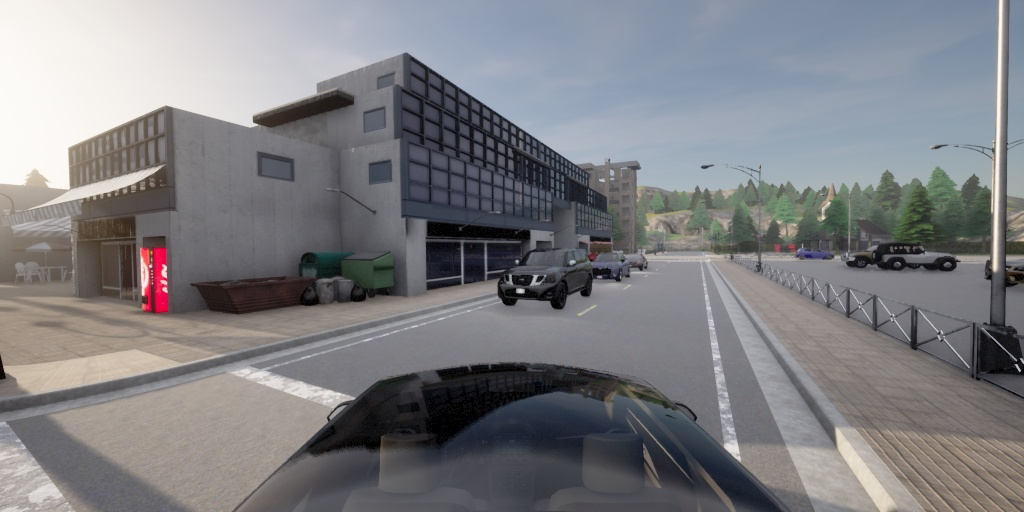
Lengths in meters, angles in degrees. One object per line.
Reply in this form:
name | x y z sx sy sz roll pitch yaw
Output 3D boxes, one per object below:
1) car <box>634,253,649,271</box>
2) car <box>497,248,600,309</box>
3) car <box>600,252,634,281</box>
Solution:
car | 10.818 0.480 31.718 1.812 1.442 4.674 0 1 28
car | 1.543 0.700 13.921 2.150 2.045 5.566 0 1 27
car | 6.086 0.573 22.645 2.097 1.767 4.553 0 1 28
